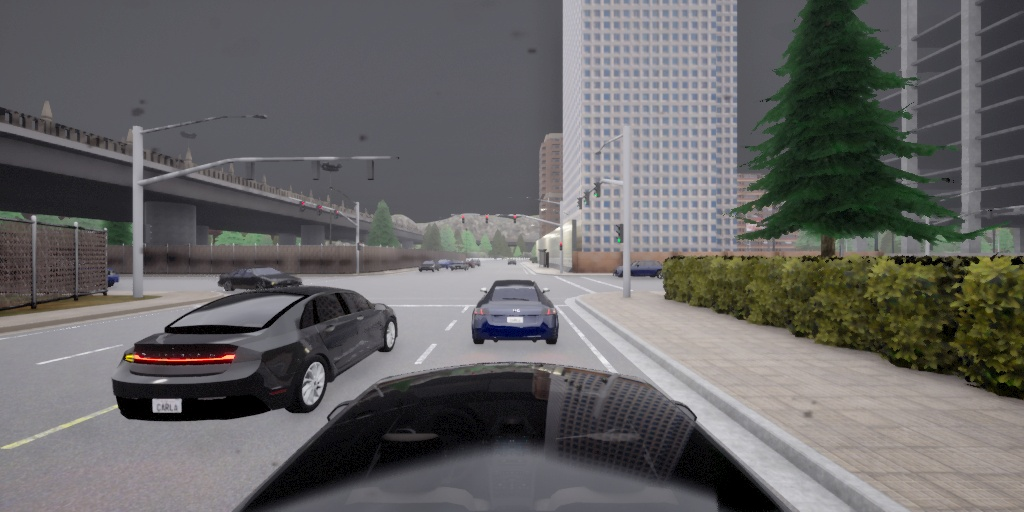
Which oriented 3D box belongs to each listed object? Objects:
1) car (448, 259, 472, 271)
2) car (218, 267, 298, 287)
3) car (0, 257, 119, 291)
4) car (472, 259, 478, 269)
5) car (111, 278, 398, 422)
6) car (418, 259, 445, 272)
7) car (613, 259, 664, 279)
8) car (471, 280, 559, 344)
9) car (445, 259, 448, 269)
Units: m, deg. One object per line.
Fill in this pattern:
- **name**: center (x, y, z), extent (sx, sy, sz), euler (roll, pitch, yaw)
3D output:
- **car**: center (-7.095, 1.314, 49.184), extent (1.994, 1.385, 4.181), euler (0, 0, 0)
- **car**: center (-14.404, 1.335, 20.464), extent (5.357, 1.411, 2.033), euler (0, 0, 25)
- **car**: center (-27.772, 1.023, 22.065), extent (5.566, 2.045, 2.150), euler (0, 0, 0)
- **car**: center (-7.094, 1.351, 57.938), extent (1.895, 1.301, 4.718), euler (0, 0, 0)
- **car**: center (-3.441, 1.255, 6.020), extent (1.837, 1.490, 4.892), euler (0, 0, 0)
- **car**: center (-10.602, 1.297, 46.431), extent (2.033, 1.411, 5.357), euler (0, 0, 0)
- **car**: center (11.637, 1.157, 32.856), extent (4.553, 1.767, 2.097), euler (0, 0, 0)
- **car**: center (0.077, 1.314, 9.564), extent (1.994, 1.385, 4.181), euler (0, 0, 0)
- **car**: center (-10.599, 1.228, 55.881), extent (1.882, 1.535, 5.008), euler (0, 0, 0)
